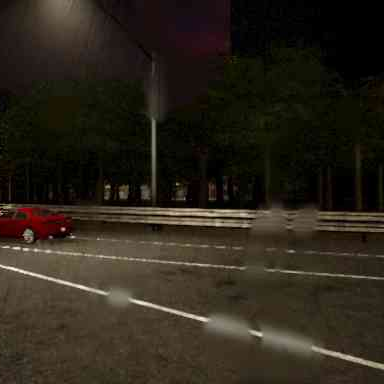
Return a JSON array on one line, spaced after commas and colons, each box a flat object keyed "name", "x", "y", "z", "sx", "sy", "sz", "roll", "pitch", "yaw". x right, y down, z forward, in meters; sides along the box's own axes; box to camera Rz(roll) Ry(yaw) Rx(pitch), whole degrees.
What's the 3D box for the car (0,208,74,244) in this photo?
[{"name": "car", "x": -7.948, "y": 1.504, "z": 15.848, "sx": 5.008, "sy": 1.535, "sz": 1.882, "roll": 0, "pitch": 0, "yaw": 26}]
